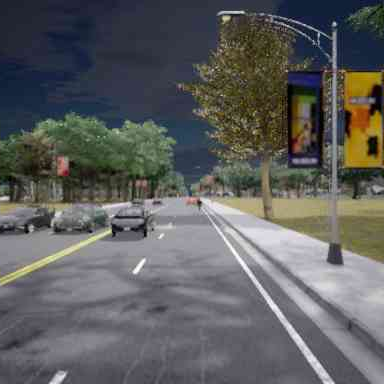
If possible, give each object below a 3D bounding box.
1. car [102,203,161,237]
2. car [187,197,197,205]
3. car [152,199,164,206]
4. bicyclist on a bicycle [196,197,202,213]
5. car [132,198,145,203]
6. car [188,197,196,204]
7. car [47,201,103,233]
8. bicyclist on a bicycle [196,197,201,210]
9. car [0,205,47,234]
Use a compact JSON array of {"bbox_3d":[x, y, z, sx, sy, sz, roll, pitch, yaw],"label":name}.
[{"bbox_3d":[-3.147,1.583,18.498,2.128,1.511,4.902,0,0,0],"label":"car"},{"bbox_3d":[0.046,1.716,68.855,2.097,1.767,4.553,0,0,1],"label":"car"},{"bbox_3d":[-6.500,1.933,63.104,1.895,1.301,4.718,0,0,0],"label":"car"},{"bbox_3d":[0.900,1.560,37.979,0.659,1.776,1.843,0,0,0],"label":"bicyclist on a bicycle"},{"bbox_3d":[-9.760,1.864,60.779,2.033,1.411,5.357,0,0,1],"label":"car"},{"bbox_3d":[0.015,1.923,79.132,1.837,1.490,4.892,0,0,0],"label":"car"},{"bbox_3d":[-6.593,1.451,20.150,2.097,1.767,4.553,0,0,0],"label":"car"},{"bbox_3d":[0.902,1.611,47.178,0.659,1.776,1.843,0,0,0],"label":"bicyclist on a bicycle"},{"bbox_3d":[-9.844,1.603,20.022,1.837,1.490,4.892,0,0,0],"label":"car"}]
